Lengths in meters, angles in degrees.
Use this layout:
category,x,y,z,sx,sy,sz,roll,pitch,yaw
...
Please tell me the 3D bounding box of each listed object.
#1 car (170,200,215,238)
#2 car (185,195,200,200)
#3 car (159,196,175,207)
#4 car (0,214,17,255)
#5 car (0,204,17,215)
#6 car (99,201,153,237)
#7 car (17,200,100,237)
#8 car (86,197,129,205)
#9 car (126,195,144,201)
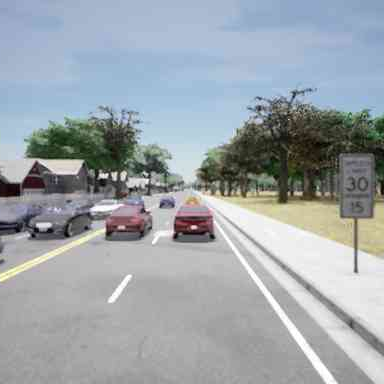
category,x,y,z,sx,sy,sz,roll,pitch,yaw
car,0.086,1.368,16.911,1.882,1.535,5.008,0,0,0
car,0.057,1.185,43.362,1.882,1.535,5.008,0,1,0
car,-3.186,1.231,43.521,1.812,1.442,4.674,0,0,0
car,-6.604,1.496,7.757,2.033,1.411,5.357,0,0,0
car,-9.866,1.420,19.240,2.033,1.411,5.357,0,0,0
car,-3.164,1.414,17.206,1.812,1.442,4.674,0,0,0
car,-6.617,1.379,17.218,2.128,1.511,4.902,0,0,0
car,-6.609,1.351,26.379,1.812,1.442,4.674,0,1,0
car,-6.590,1.102,37.007,2.097,1.767,4.553,0,0,0
